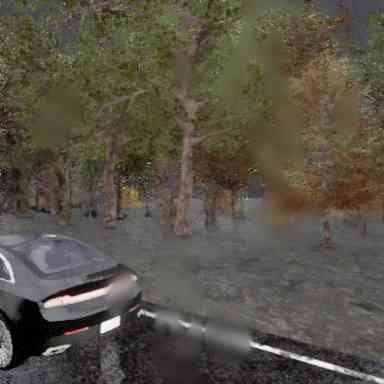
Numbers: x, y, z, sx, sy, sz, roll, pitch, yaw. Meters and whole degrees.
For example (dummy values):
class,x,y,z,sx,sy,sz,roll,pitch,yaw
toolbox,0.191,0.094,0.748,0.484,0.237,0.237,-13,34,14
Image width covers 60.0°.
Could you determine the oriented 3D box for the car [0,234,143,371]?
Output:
class,x,y,z,sx,sy,sz,roll,pitch,yaw
car,-3.028,1.482,5.699,4.902,1.511,2.128,0,1,35
